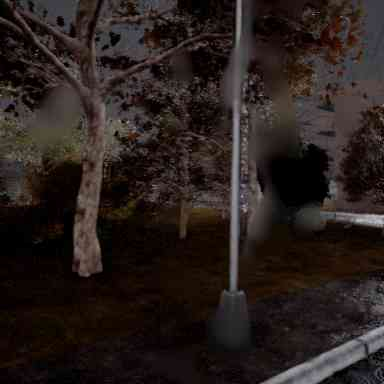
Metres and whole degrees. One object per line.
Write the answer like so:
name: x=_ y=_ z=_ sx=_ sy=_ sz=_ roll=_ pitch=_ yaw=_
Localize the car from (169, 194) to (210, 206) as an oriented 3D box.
car: x=-0.456 y=0.648 z=35.186 sx=4.902 sy=1.511 sz=2.128 roll=3 pitch=0 yaw=29
